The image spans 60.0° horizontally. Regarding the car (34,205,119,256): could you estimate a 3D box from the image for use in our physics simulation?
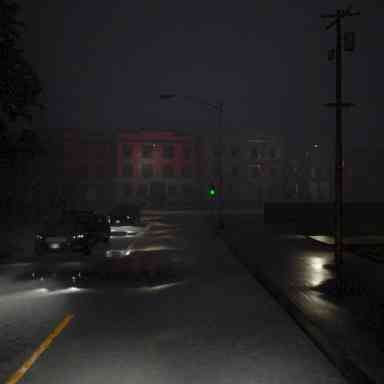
[{"bbox_3d":[-4.531,1.492,13.253,2.128,1.511,4.902,0,0,-2],"label":"car"}]

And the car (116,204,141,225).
[{"bbox_3d":[-4.861,1.547,24.103,2.033,1.411,5.357,0,0,-1],"label":"car"}]
